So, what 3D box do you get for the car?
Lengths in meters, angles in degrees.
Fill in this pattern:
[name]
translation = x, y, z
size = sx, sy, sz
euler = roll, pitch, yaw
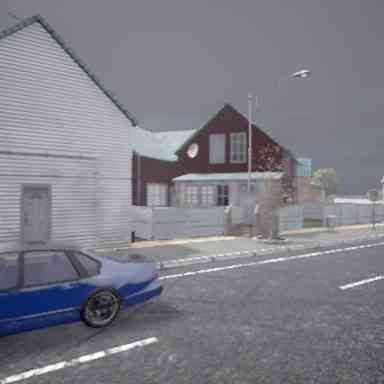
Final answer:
[car]
translation = -3.084, 1.556, 5.479
size = 5.357, 1.411, 2.033
euler = 1, -1, -35
